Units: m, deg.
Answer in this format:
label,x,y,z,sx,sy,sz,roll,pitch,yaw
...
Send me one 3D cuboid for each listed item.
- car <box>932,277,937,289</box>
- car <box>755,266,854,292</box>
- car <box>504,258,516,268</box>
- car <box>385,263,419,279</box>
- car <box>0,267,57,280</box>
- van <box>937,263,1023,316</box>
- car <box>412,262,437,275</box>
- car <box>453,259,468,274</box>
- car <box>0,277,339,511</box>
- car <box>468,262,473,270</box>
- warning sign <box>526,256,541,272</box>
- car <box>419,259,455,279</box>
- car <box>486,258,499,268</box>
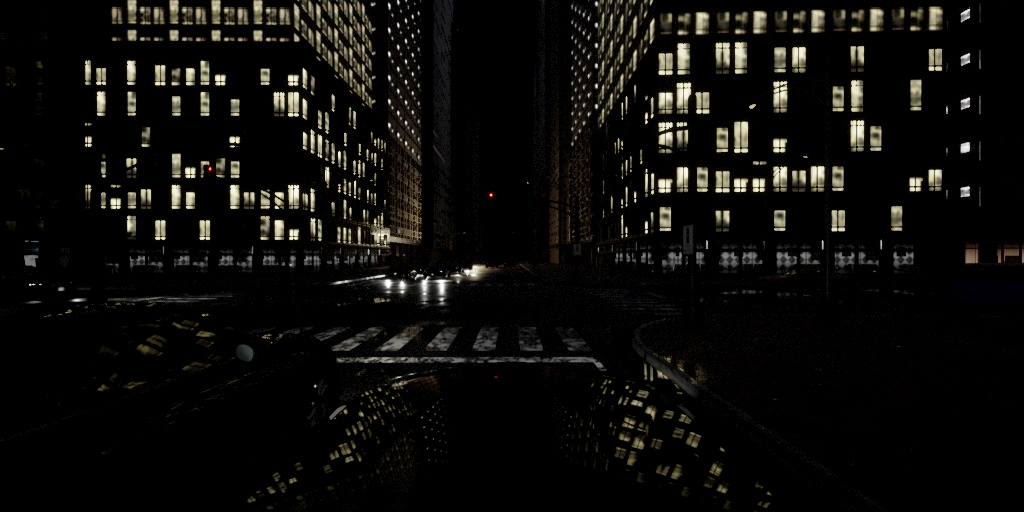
label,x,y,z,sx,sy,sz,roll,pitch,yaw
car,26.802,1.356,20.522,4.207,1.307,1.802,0,0,2
car,16.964,1.293,20.942,4.829,1.417,1.751,0,0,2
car,-0.401,1.426,63.832,1.994,1.385,4.181,0,0,0
car,-10.051,1.343,32.799,1.994,1.385,4.181,0,0,0
car,-23.065,1.250,16.389,4.902,1.511,2.128,0,0,0
van,18.288,1.119,12.779,3.998,1.789,1.690,0,0,2
car,-10.100,1.361,41.707,1.994,1.385,4.181,0,0,0
car,-6.864,1.277,42.828,1.882,1.535,5.008,0,0,0
car,-3.155,1.102,2.560,2.097,1.767,4.553,0,0,0
car,-6.917,1.390,52.807,1.994,1.385,4.181,0,0,0
warning sign,2.598,0.910,40.836,1.300,1.860,1.060,0,0,0
car,-6.800,1.305,32.955,1.812,1.442,4.674,0,0,0
car,-3.545,1.214,63.651,2.097,1.767,4.553,0,0,-1
